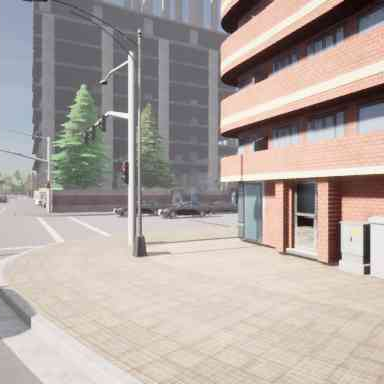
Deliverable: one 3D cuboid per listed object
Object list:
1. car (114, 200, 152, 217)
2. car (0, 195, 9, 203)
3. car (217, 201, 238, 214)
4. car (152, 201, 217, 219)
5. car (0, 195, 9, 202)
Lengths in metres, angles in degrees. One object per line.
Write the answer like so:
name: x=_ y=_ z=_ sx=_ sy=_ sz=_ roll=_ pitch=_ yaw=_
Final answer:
car: x=-4.945 y=1.547 z=31.578 sx=4.902 sy=1.511 sz=2.128 roll=0 pitch=0 yaw=-27
car: x=-37.931 y=1.595 z=66.052 sx=1.895 sy=1.301 sz=4.718 roll=0 pitch=0 yaw=-27
car: x=3.022 y=1.619 z=35.572 sx=4.181 sy=1.385 sz=1.994 roll=0 pitch=0 yaw=-27
car: x=-0.641 y=1.547 z=29.819 sx=4.902 sy=1.511 sz=2.128 roll=0 pitch=0 yaw=-27
car: x=-42.448 y=1.500 z=74.912 sx=1.837 sy=1.490 sz=4.892 roll=0 pitch=0 yaw=-27
